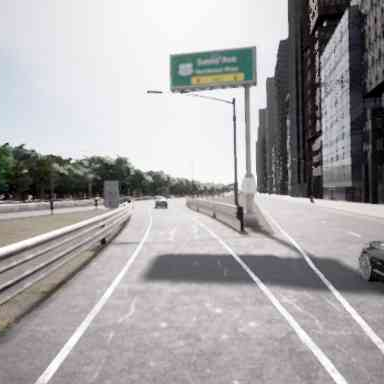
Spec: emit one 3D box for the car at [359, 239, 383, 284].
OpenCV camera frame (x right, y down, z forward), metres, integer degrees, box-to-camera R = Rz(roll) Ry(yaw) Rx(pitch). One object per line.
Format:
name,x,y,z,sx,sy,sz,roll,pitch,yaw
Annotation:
car,4.927,1.455,6.635,2.128,1.511,4.902,-1,0,10

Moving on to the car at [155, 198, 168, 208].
car,-4.543,1.603,49.355,2.128,1.511,4.902,-1,0,-5
